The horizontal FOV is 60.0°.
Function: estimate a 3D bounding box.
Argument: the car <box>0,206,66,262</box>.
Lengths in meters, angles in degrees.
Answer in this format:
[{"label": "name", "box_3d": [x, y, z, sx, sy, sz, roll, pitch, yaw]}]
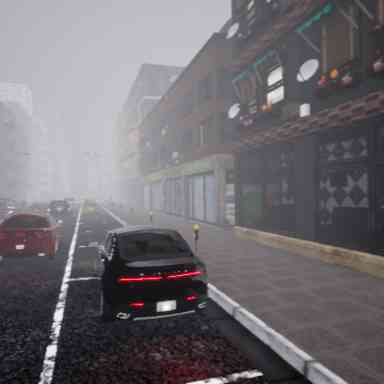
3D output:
[{"label": "car", "box_3d": [-6.027, 1.537, 12.534, 1.882, 1.535, 5.008, -1, 0, -18]}]

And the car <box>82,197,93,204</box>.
[{"label": "car", "box_3d": [-20.881, 1.706, 66.493, 2.008, 1.369, 4.403, -1, 0, -18]}]

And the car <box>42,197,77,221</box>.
[{"label": "car", "box_3d": [-11.141, 1.452, 28.220, 2.097, 1.767, 4.553, -1, 0, -18]}]

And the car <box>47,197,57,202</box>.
[{"label": "car", "box_3d": [-35.834, 1.887, 85.337, 2.008, 1.369, 4.403, -1, 0, -18]}]

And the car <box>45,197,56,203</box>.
[{"label": "car", "box_3d": [-34.087, 1.874, 79.977, 2.008, 1.369, 4.403, -1, 0, -18]}]

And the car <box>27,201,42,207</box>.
[{"label": "car", "box_3d": [-18.163, 1.782, 39.650, 1.895, 1.301, 4.718, -1, 0, -17]}]

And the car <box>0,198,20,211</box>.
[{"label": "car", "box_3d": [-18.377, 1.519, 31.747, 2.192, 1.841, 5.009, -1, 0, -18]}]

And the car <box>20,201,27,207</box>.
[{"label": "car", "box_3d": [-20.122, 1.658, 37.105, 1.967, 1.590, 4.097, -1, 0, -18]}]

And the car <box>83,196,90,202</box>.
[{"label": "car", "box_3d": [-27.917, 1.732, 88.090, 1.752, 1.417, 4.829, -1, 0, -18]}]

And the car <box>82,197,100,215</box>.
[{"label": "car", "box_3d": [-10.459, 1.600, 34.501, 1.752, 1.417, 4.829, -1, 0, -18]}]

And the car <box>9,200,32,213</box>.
[{"label": "car", "box_3d": [-21.866, 1.776, 42.466, 1.887, 1.381, 4.507, -1, 0, -18]}]

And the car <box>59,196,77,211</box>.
[{"label": "car", "box_3d": [-16.708, 1.497, 44.986, 2.097, 1.767, 4.553, -1, 0, -18]}]

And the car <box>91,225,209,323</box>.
[{"label": "car", "box_3d": [-1.145, 1.499, 7.378, 1.837, 1.490, 4.892, -1, 0, -18]}]
